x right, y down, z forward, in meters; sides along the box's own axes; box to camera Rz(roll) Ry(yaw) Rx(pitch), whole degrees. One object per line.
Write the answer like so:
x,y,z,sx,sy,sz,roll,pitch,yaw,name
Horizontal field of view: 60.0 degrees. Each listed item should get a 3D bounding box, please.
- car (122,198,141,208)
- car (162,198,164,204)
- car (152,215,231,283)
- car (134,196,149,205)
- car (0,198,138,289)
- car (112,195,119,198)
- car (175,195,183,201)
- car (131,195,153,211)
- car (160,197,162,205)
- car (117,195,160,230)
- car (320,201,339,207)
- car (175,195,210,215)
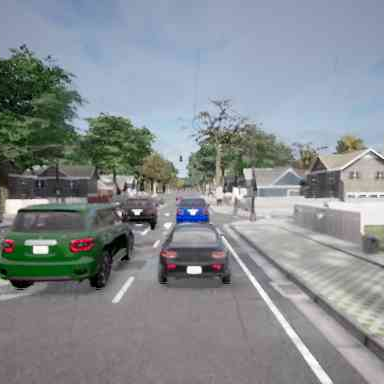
-9.839,1.718,54.522,2.128,1.511,4.902,0,0,0,car
-6.532,1.654,64.321,2.128,1.511,4.902,0,1,1,car
0.080,1.623,9.828,1.812,1.442,4.674,0,-1,1,car
-9.772,1.652,64.499,2.128,1.511,4.902,0,1,1,car
-3.165,1.317,9.611,2.150,2.045,5.566,0,0,0,car
-9.851,1.444,44.846,2.150,2.045,5.566,0,0,0,car
-3.256,1.476,84.394,1.994,1.385,4.181,0,1,0,car
-6.600,1.444,44.794,2.150,2.045,5.566,0,0,0,car
-6.585,1.792,54.198,1.994,1.385,4.181,0,0,1,car
-3.499,1.390,22.763,2.150,2.045,5.566,0,0,-4,car
13.275,1.599,32.356,4.902,1.511,2.128,0,0,-2,car
0.071,1.390,22.860,2.150,2.045,5.566,0,0,0,car
